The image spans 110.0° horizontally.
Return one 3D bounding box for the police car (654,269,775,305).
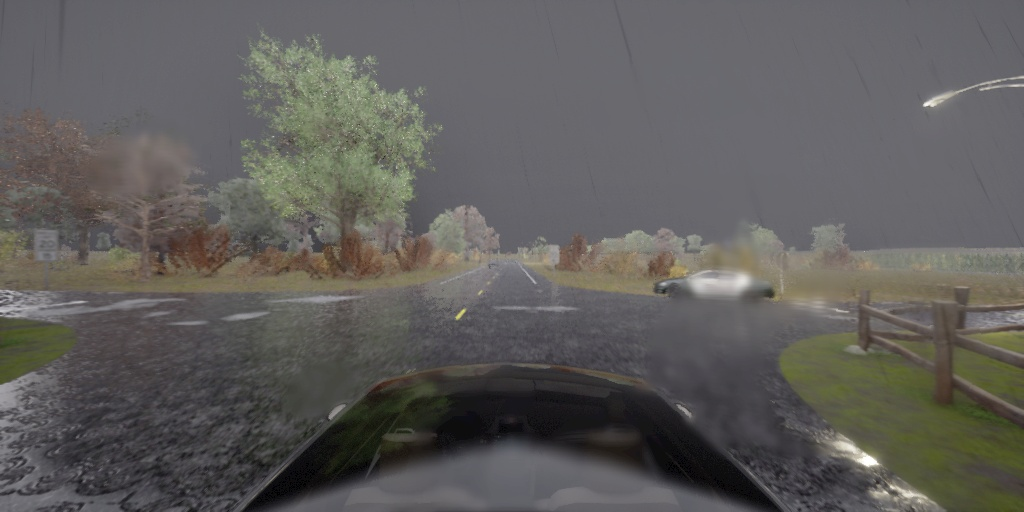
[{"bbox_3d":[9.652,1.410,17.466,4.974,1.542,2.038,1,-2,25],"label":"police car"}]
